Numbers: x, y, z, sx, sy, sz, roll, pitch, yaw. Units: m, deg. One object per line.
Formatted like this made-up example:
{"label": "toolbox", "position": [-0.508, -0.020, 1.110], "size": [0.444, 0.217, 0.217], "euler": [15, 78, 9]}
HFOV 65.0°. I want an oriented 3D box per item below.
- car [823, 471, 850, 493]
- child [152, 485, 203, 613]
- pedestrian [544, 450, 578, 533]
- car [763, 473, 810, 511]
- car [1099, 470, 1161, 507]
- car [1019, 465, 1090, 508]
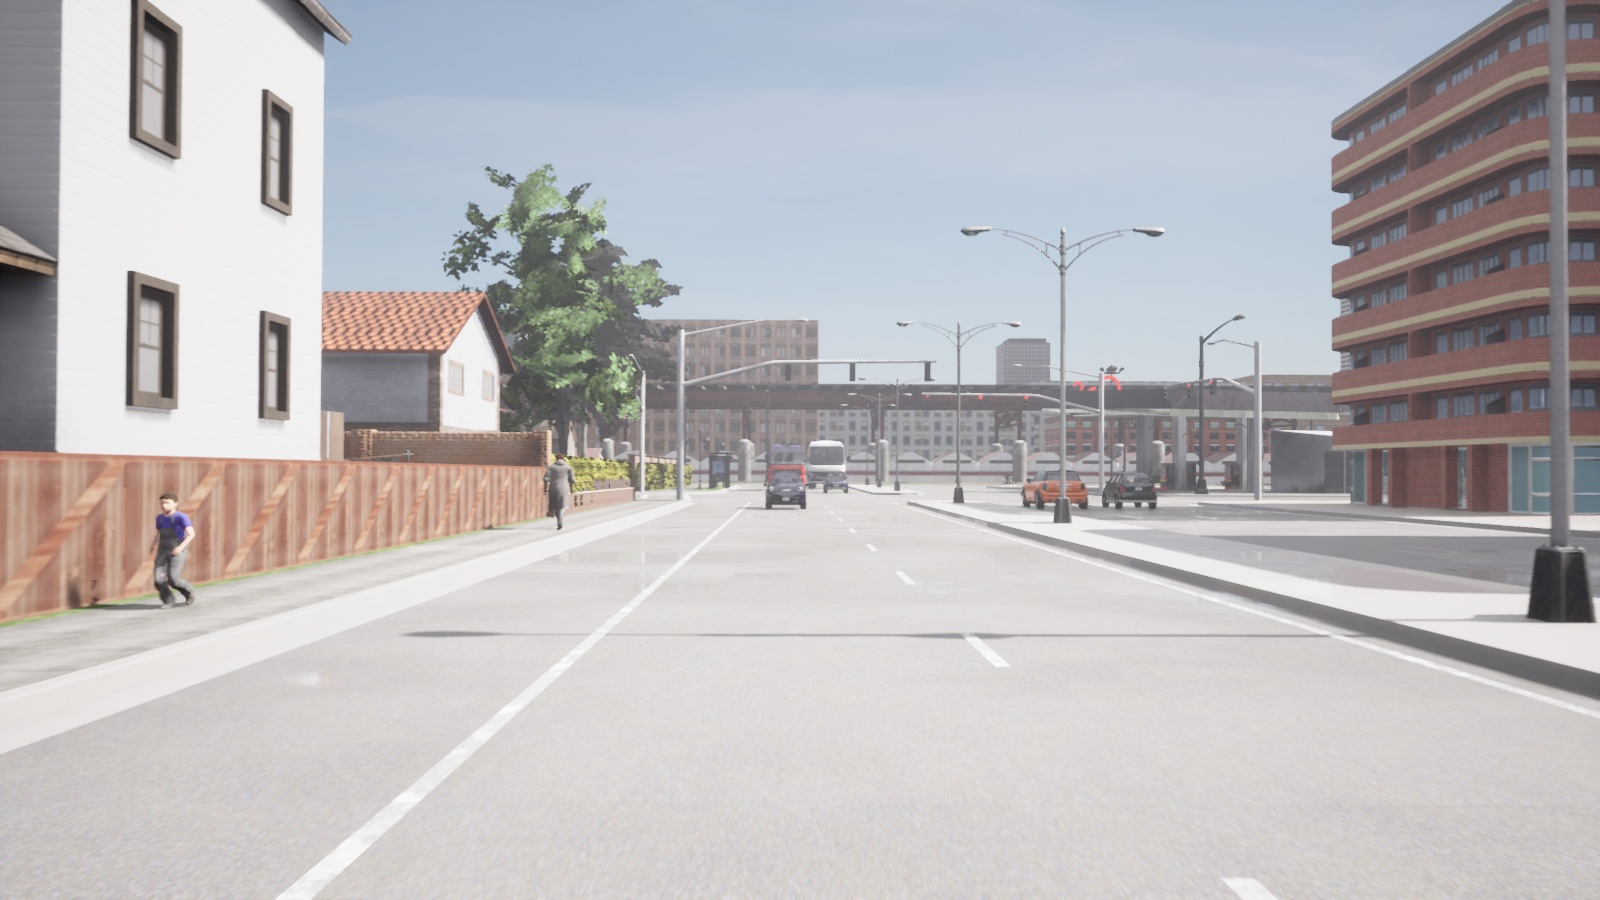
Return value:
{"label": "car", "position": [2.583, 2.272, 89.207], "size": [1.789, 1.549, 3.705], "euler": [0, -1, -1]}
{"label": "child", "position": [-6.283, 0.986, 12.679], "size": [0.270, 1.263, 0.437], "euler": [0, -1, 4]}
{"label": "pedestrian", "position": [-5.698, 0.993, 29.987], "size": [0.659, 1.952, 0.873], "euler": [0, -1, -1]}
{"label": "car", "position": [-0.536, 1.689, 51.366], "size": [1.845, 1.501, 3.633], "euler": [0, -1, -1]}
{"label": "car", "position": [14.319, 1.651, 54.720], "size": [1.789, 1.549, 3.705], "euler": [0, -1, 1]}
{"label": "car", "position": [10.933, 1.537, 54.238], "size": [2.097, 1.767, 4.553], "euler": [0, -1, 0]}
